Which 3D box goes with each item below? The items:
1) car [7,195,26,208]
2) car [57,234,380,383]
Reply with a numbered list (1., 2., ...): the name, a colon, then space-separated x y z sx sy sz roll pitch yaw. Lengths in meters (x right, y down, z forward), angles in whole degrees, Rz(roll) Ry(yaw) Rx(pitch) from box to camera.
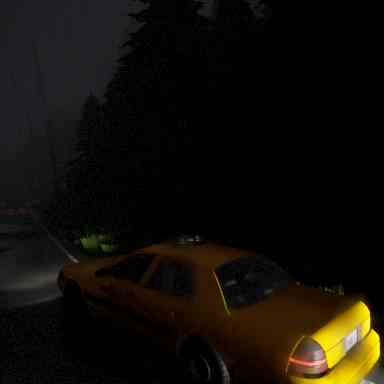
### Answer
1. car: -21.132 1.058 40.065 2.128 1.511 4.902 -2 2 -26
2. car: -0.256 1.417 5.086 5.366 1.575 1.801 1 1 44
